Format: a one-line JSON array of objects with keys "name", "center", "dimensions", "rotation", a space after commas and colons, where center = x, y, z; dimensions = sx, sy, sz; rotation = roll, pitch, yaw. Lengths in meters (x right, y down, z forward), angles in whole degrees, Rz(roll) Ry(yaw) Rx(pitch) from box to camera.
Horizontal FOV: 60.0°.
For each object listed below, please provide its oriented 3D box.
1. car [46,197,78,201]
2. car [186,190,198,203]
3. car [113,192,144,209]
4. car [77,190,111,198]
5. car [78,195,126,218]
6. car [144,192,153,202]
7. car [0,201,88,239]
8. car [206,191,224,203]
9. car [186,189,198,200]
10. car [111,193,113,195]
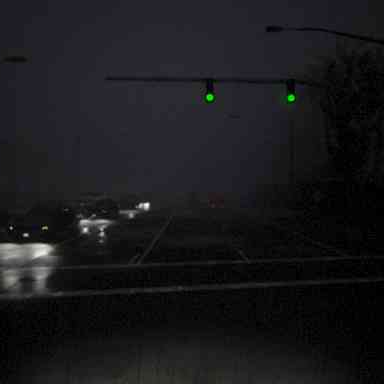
[{"name": "car", "center": [-10.585, 1.298, 25.349], "dimensions": [1.994, 1.385, 4.181], "rotation": [0, 1, 0]}, {"name": "car", "center": [0.003, 0.844, 48.074], "dimensions": [2.033, 1.411, 5.357], "rotation": [0, 1, 0]}, {"name": "car", "center": [-7.029, 1.005, 37.157], "dimensions": [1.882, 1.535, 5.008], "rotation": [0, 1, 0]}, {"name": "car", "center": [-10.541, 0.791, 34.769], "dimensions": [2.150, 2.045, 5.566], "rotation": [0, 1, 0]}, {"name": "car", "center": [-7.084, 1.263, 26.808], "dimensions": [2.033, 1.411, 5.357], "rotation": [0, 1, 1]}, {"name": "car", "center": [-7.023, 0.749, 49.585], "dimensions": [2.128, 1.511, 4.902], "rotation": [0, 1, 0]}, {"name": "car", "center": [-7.129, 1.401, 16.736], "dimensions": [2.033, 1.411, 5.357], "rotation": [0, 1, -2]}, {"name": "car", "center": [3.503, 0.891, 48.471], "dimensions": [1.895, 1.301, 4.718], "rotation": [0, 1, 0]}, {"name": "car", "center": [0.003, 0.413, 58.567], "dimensions": [2.097, 1.767, 4.553], "rotation": [0, 1, 0]}, {"name": "car", "center": [-10.525, 0.807, 46.205], "dimensions": [1.882, 1.535, 5.008], "rotation": [0, 2, 1]}]
